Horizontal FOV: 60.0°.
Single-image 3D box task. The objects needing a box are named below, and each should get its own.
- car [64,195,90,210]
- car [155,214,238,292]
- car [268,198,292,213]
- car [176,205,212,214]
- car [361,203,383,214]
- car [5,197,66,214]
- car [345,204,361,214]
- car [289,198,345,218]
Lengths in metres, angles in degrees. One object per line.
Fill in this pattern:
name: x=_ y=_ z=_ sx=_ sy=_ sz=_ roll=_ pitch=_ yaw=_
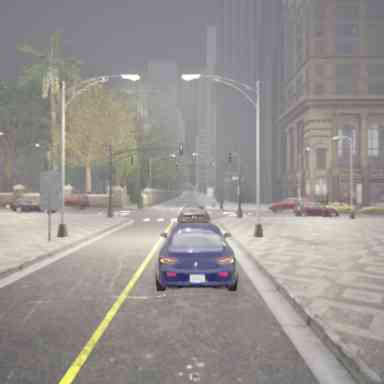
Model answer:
car: x=-14.927 y=1.224 z=40.455 sx=5.009 sy=1.841 sz=2.192 roll=1 pitch=-1 yaw=0
car: x=0.106 y=1.537 z=8.849 sx=1.812 sy=1.442 sz=4.674 roll=0 pitch=0 yaw=0
car: x=11.911 y=1.607 z=40.354 sx=5.009 sy=1.841 sz=2.192 roll=1 pitch=-1 yaw=0
car: x=0.116 y=1.537 z=19.714 sx=1.837 sy=1.490 sz=4.892 roll=0 pitch=0 yaw=0
car: x=22.819 y=1.964 z=40.309 sx=4.829 sy=1.417 sz=1.752 roll=1 pitch=-1 yaw=0
car: x=-14.951 y=1.400 z=31.925 sx=4.403 sy=1.369 sz=2.008 roll=1 pitch=-1 yaw=0
car: x=17.279 y=1.890 z=40.330 sx=4.829 sy=1.417 sz=1.752 roll=1 pitch=-1 yaw=0
car: x=11.887 y=1.672 z=31.826 sx=4.097 sy=1.590 sz=1.967 roll=1 pitch=-1 yaw=0
